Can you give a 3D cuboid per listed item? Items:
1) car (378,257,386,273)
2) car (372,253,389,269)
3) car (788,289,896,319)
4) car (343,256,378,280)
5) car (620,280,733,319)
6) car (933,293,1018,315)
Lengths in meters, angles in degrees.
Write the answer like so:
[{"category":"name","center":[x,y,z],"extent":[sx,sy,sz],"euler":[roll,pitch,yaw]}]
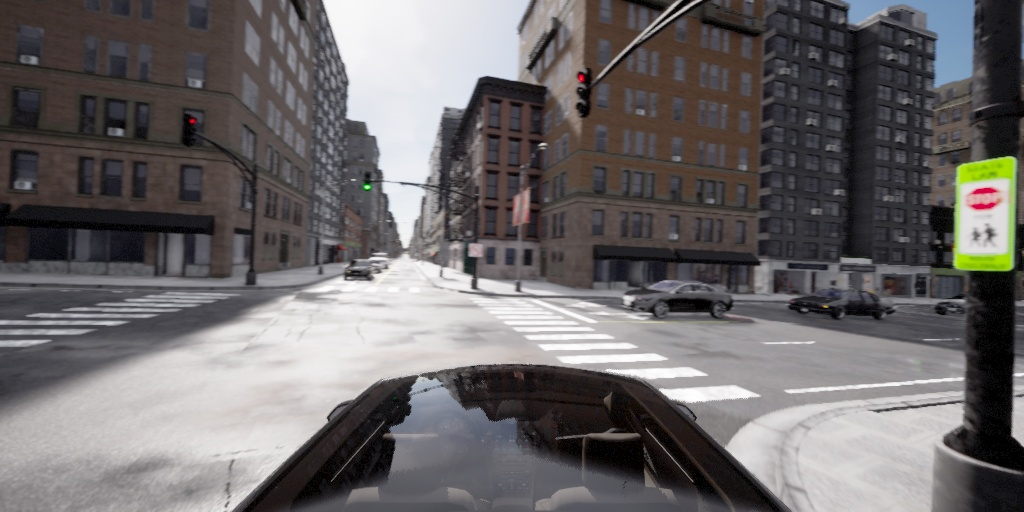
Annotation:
[{"category":"car","center":[-14.487,1.043,37.145],"extent":[1.895,1.301,4.718],"euler":[2,0,-16]},{"category":"car","center":[-17.487,0.618,47.389],"extent":[2.150,2.045,5.566],"euler":[2,0,-16]},{"category":"car","center":[16.879,2.391,18.302],"extent":[5.357,1.411,2.033],"euler":[3,-1,-17]},{"category":"car","center":[-11.648,0.991,27.543],"extent":[1.837,1.490,4.892],"euler":[2,0,-17]},{"category":"car","center":[7.087,1.797,15.419],"extent":[4.902,1.511,2.128],"euler":[3,-1,-16]},{"category":"car","center":[27.888,2.975,21.538],"extent":[4.674,1.442,1.812],"euler":[3,-1,-16]}]
